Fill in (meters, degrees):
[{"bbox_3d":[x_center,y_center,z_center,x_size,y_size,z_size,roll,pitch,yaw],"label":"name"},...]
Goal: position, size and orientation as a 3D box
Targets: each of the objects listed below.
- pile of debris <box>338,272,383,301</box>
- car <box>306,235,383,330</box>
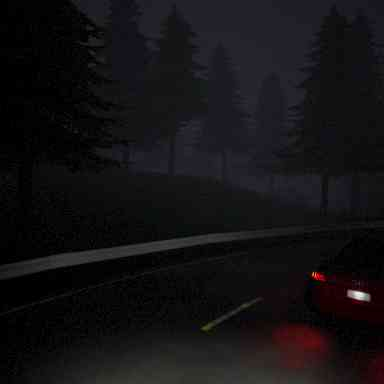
[{"bbox_3d":[4.538,2.185,7.609,1.860,0.140,1.500,0,0,-39],"label":"pile of debris"},{"bbox_3d":[3.970,1.568,6.600,1.994,1.385,4.181,1,1,44],"label":"car"}]
